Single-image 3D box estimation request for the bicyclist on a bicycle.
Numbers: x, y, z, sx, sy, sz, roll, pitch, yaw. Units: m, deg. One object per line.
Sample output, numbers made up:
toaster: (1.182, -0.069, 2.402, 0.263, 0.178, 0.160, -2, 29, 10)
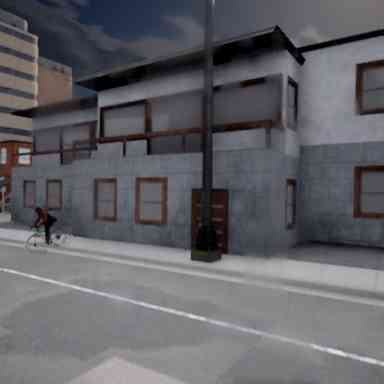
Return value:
bicyclist on a bicycle: (-5.465, 1.354, 12.368, 0.582, 1.620, 1.656, -1, 8, 34)
